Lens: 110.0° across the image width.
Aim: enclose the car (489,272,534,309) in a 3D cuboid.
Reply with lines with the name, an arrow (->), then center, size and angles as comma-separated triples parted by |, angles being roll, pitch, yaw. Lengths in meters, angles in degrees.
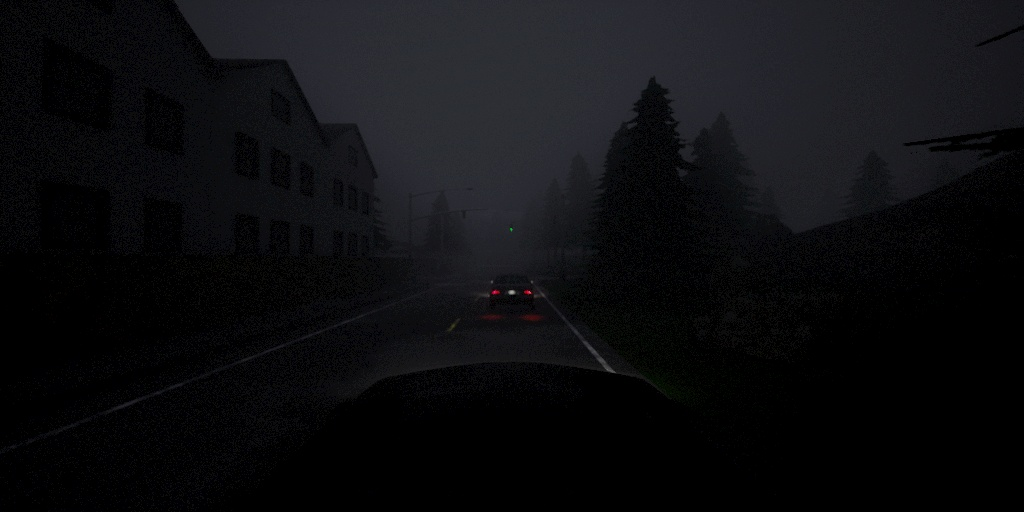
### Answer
car -> -0.008, 1.431, 15.844 | 2.033, 1.411, 5.357 | 0, -1, 0
